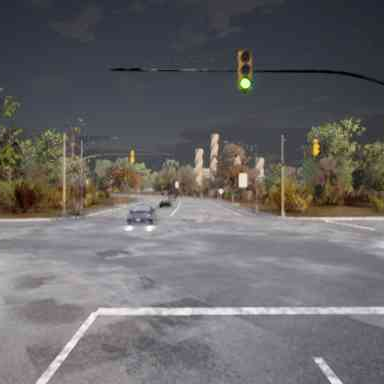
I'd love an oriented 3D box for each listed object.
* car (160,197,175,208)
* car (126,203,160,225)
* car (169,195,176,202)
[{"bbox_3d":[-3.986,1.795,50.771,1.895,1.301,4.718,0,0,-1],"label":"car"},{"bbox_3d":[-3.736,1.664,25.281,1.812,1.442,4.674,0,0,-1],"label":"car"},{"bbox_3d":[-4.505,1.460,76.580,2.128,1.511,4.902,0,1,-3],"label":"car"}]
